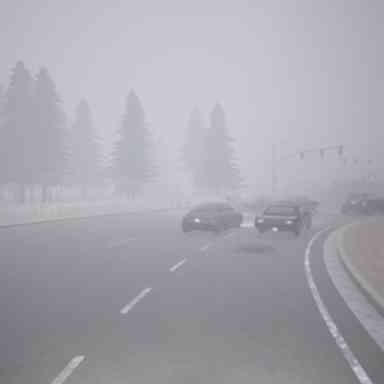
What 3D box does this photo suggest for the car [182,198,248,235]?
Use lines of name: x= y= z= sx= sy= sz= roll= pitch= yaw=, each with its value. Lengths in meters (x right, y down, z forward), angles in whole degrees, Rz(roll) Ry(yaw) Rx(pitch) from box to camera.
car: x=1.150 y=1.248 z=16.989 sx=1.994 sy=1.385 sz=4.181 roll=1 pitch=1 yaw=27

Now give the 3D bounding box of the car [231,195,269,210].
car: x=5.867 y=0.992 z=29.700 sx=4.674 sy=1.442 sz=1.812 roll=-1 pitch=1 yaw=-44

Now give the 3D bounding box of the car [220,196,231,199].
car: x=3.442 y=1.014 z=32.228 sx=4.718 sy=1.301 sz=1.895 roll=-1 pitch=1 yaw=-44

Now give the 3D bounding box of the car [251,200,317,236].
car: x=4.697 y=1.299 z=16.503 sx=1.895 sy=1.301 sz=4.718 roll=1 pitch=1 yaw=28

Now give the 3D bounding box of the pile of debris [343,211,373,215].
pile of debris: x=13.500 y=1.689 z=27.088 sx=1.860 sy=0.140 sz=1.500 roll=-1 pitch=1 yaw=-38

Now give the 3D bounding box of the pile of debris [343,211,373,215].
pile of debris: x=13.500 y=1.689 z=27.088 sx=1.860 sy=0.140 sz=1.500 roll=-1 pitch=1 yaw=-38

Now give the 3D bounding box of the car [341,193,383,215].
car: x=14.102 y=0.869 z=26.998 sx=4.553 sy=1.767 sz=2.097 roll=-1 pitch=1 yaw=-39

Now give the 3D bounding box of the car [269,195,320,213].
car: x=8.652 y=0.985 z=27.076 sx=1.882 sy=1.535 sz=5.008 roll=1 pitch=1 yaw=44
